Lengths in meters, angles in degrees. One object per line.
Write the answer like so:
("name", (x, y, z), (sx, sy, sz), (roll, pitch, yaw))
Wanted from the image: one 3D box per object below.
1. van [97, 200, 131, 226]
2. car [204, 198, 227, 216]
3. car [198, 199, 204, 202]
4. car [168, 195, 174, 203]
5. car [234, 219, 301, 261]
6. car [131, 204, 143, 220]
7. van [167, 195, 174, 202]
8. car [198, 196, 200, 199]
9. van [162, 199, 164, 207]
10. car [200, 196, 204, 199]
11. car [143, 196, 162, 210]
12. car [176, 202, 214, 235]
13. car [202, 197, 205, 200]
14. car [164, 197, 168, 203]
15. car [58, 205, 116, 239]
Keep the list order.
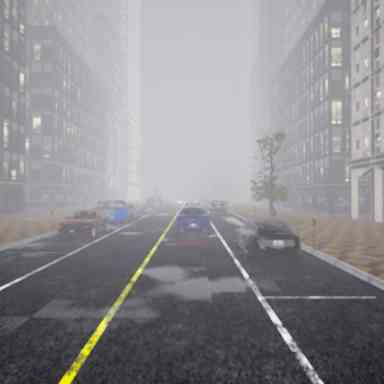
("van", (-5.732, 1.450, 23.751), (1.690, 1.788, 3.998), (0, 0, 0))
("car", (2.626, 1.600, 35.136), (1.967, 1.590, 4.097), (0, 0, 0))
("car", (0.025, 1.771, 37.501), (1.895, 1.301, 4.718), (0, 0, 0))
("car", (-5.844, 1.871, 80.500), (1.752, 1.417, 4.829), (0, 0, 0))
("car", (2.670, 1.624, 12.369), (1.947, 1.339, 4.313), (0, 0, 0))
("car", (-5.745, 1.716, 29.442), (1.802, 1.307, 4.206), (0, 0, 0))
("van", (-5.866, 1.732, 92.056), (1.690, 1.788, 3.998), (0, 0, 0))
("car", (2.537, 1.787, 80.671), (1.967, 1.590, 4.097), (0, 0, 0))
("van", (-5.788, 1.572, 52.211), (1.690, 1.788, 3.998), (0, 0, 0))
("car", (2.591, 1.758, 52.382), (1.752, 1.417, 4.829), (0, 0, 0))
("car", (-5.777, 1.647, 46.518), (1.967, 1.590, 4.097), (0, 0, 0))
("car", (0.062, 1.569, 19.568), (1.882, 1.535, 5.008), (0, 0, 0))
("car", (2.603, 1.790, 46.520), (1.802, 1.307, 4.206), (0, 0, 0))
("car", (-5.800, 1.820, 57.903), (1.947, 1.339, 4.313), (0, 0, 0))
("car", (-5.722, 1.628, 18.057), (1.887, 1.381, 4.507), (0, 0, 0))
